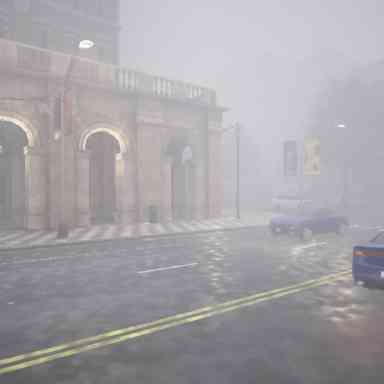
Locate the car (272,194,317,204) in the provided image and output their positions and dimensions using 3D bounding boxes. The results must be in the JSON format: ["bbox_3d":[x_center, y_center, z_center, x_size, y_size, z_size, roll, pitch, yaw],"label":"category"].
[{"bbox_3d":[11.542,1.221,37.608,2.150,2.045,5.566,0,0,-36],"label":"car"}]

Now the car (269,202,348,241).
[{"bbox_3d":[6.020,1.478,16.976,5.008,1.535,1.882,0,0,-37],"label":"car"}]

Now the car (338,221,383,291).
[{"bbox_3d":[5.803,1.478,7.996,5.008,1.535,1.882,0,0,-37],"label":"car"}]
